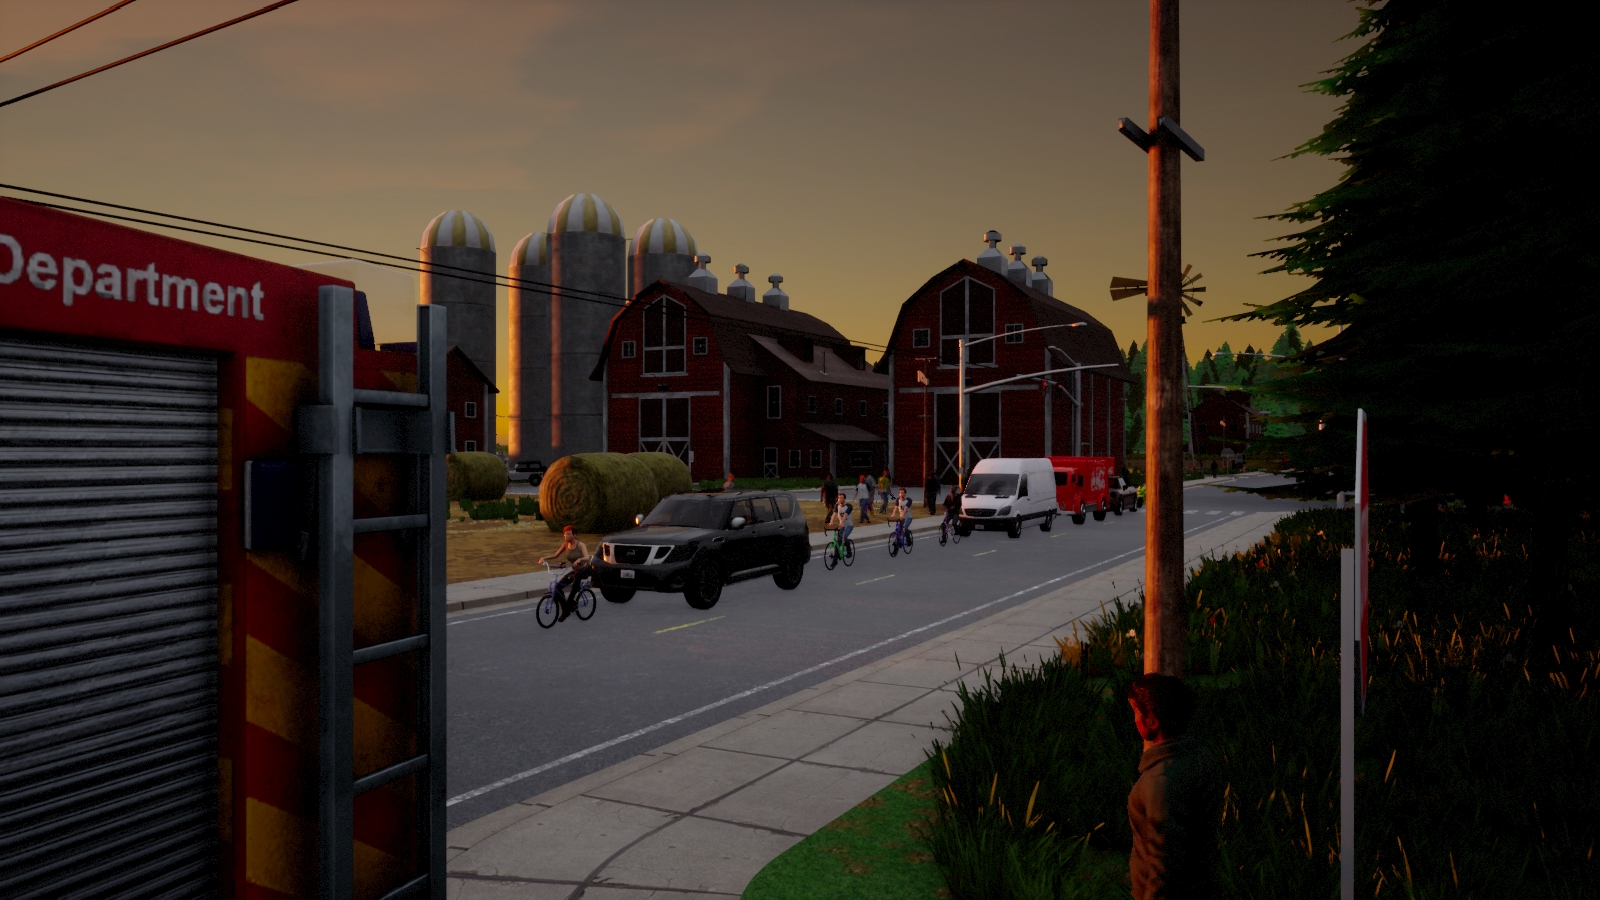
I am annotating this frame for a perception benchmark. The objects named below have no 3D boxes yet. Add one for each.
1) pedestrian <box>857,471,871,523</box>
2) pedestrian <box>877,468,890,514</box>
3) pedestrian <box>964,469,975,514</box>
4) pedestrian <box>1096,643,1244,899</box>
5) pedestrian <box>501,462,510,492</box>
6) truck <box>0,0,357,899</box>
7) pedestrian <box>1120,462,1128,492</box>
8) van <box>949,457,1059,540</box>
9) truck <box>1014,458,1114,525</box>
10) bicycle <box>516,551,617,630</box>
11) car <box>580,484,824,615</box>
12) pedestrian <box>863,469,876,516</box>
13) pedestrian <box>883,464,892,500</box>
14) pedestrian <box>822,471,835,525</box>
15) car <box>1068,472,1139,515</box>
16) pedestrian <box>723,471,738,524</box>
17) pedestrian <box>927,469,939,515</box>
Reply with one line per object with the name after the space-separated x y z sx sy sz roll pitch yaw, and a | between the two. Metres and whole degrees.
2.307 1.688 41.072 0.375 1.860 0.375 0 0 29 | pedestrian
3.409 1.678 46.551 0.375 1.860 0.375 0 0 -43 | pedestrian
6.970 1.696 46.968 0.375 1.860 0.375 0 0 27 | pedestrian
1.317 1.663 4.068 0.375 1.860 0.375 0 0 43 | pedestrian
-18.102 1.670 70.199 0.375 1.860 0.375 0 0 24 | pedestrian
-5.948 0.867 3.836 8.468 3.827 2.891 0 0 19 | truck
20.521 1.696 72.387 0.375 1.860 0.375 0 0 29 | pedestrian
7.057 1.534 38.936 1.988 2.561 5.915 0 0 28 | van
10.542 1.568 45.365 2.627 2.467 5.204 0 0 28 | truck
-3.780 2.256 18.561 0.859 1.080 1.487 0 0 28 | bicycle
-1.714 1.779 22.410 2.150 2.045 5.566 0 0 27 | car
2.743 1.676 45.212 0.375 1.860 0.375 0 0 -45 | pedestrian
4.562 1.670 59.365 0.375 1.860 0.375 0 0 20 | pedestrian
1.005 1.683 40.298 0.375 1.860 0.375 0 0 19 | pedestrian
13.639 1.903 51.214 2.097 1.767 4.553 0 0 28 | car
-2.436 1.677 40.244 0.375 1.860 0.375 0 0 32 | pedestrian
5.362 1.695 46.078 0.375 1.860 0.375 0 0 27 | pedestrian
